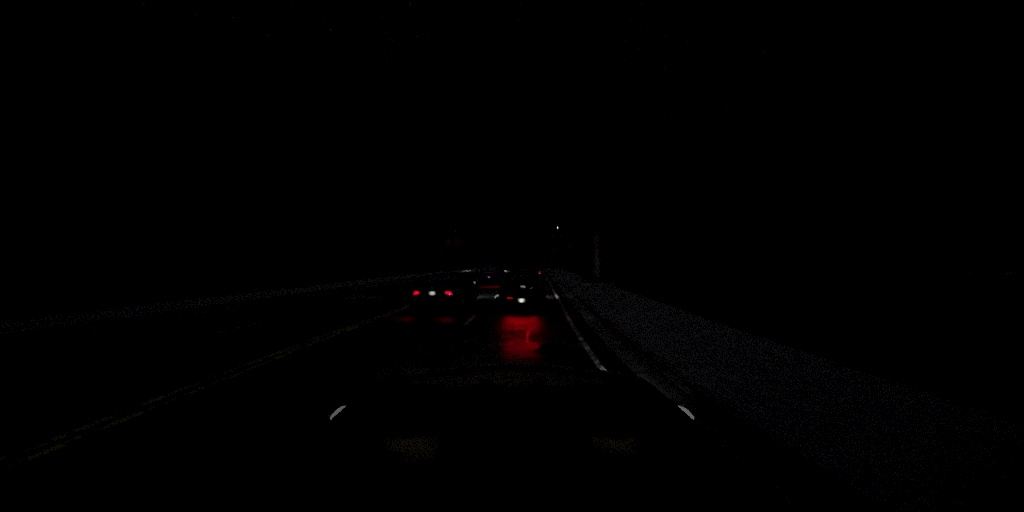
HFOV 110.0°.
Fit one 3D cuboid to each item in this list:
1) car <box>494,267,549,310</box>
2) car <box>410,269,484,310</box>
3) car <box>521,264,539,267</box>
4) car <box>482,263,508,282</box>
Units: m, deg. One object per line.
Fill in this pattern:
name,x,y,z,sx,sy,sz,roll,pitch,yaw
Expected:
car,0.524,1.401,15.673,1.837,1.490,4.892,0,0,4
car,-2.741,1.445,15.615,2.033,1.411,5.357,0,-1,4
car,1.560,1.419,30.443,2.097,1.767,4.553,0,-1,4
car,-1.652,1.560,31.047,1.882,1.535,5.008,0,0,4
